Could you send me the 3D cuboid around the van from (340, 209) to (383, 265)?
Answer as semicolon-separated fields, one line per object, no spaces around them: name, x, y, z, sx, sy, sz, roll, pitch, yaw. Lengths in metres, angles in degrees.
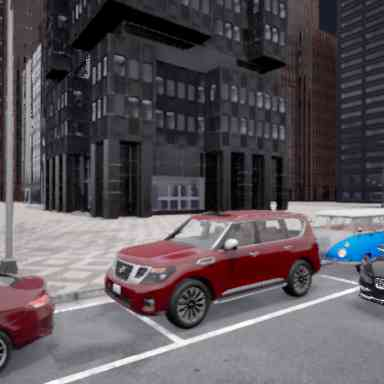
van;5.346;1.436;10.544;3.998;1.788;1.690;1;-1;-36

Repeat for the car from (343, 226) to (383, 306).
car;5.561;1.579;7.284;4.892;1.490;1.837;0;0;-36

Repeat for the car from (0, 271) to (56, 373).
car;-3.850;1.587;3.880;4.206;1.307;1.802;1;-1;-36

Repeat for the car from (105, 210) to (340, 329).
car;0.748;1.365;7.213;5.009;1.841;2.192;1;-1;-36
